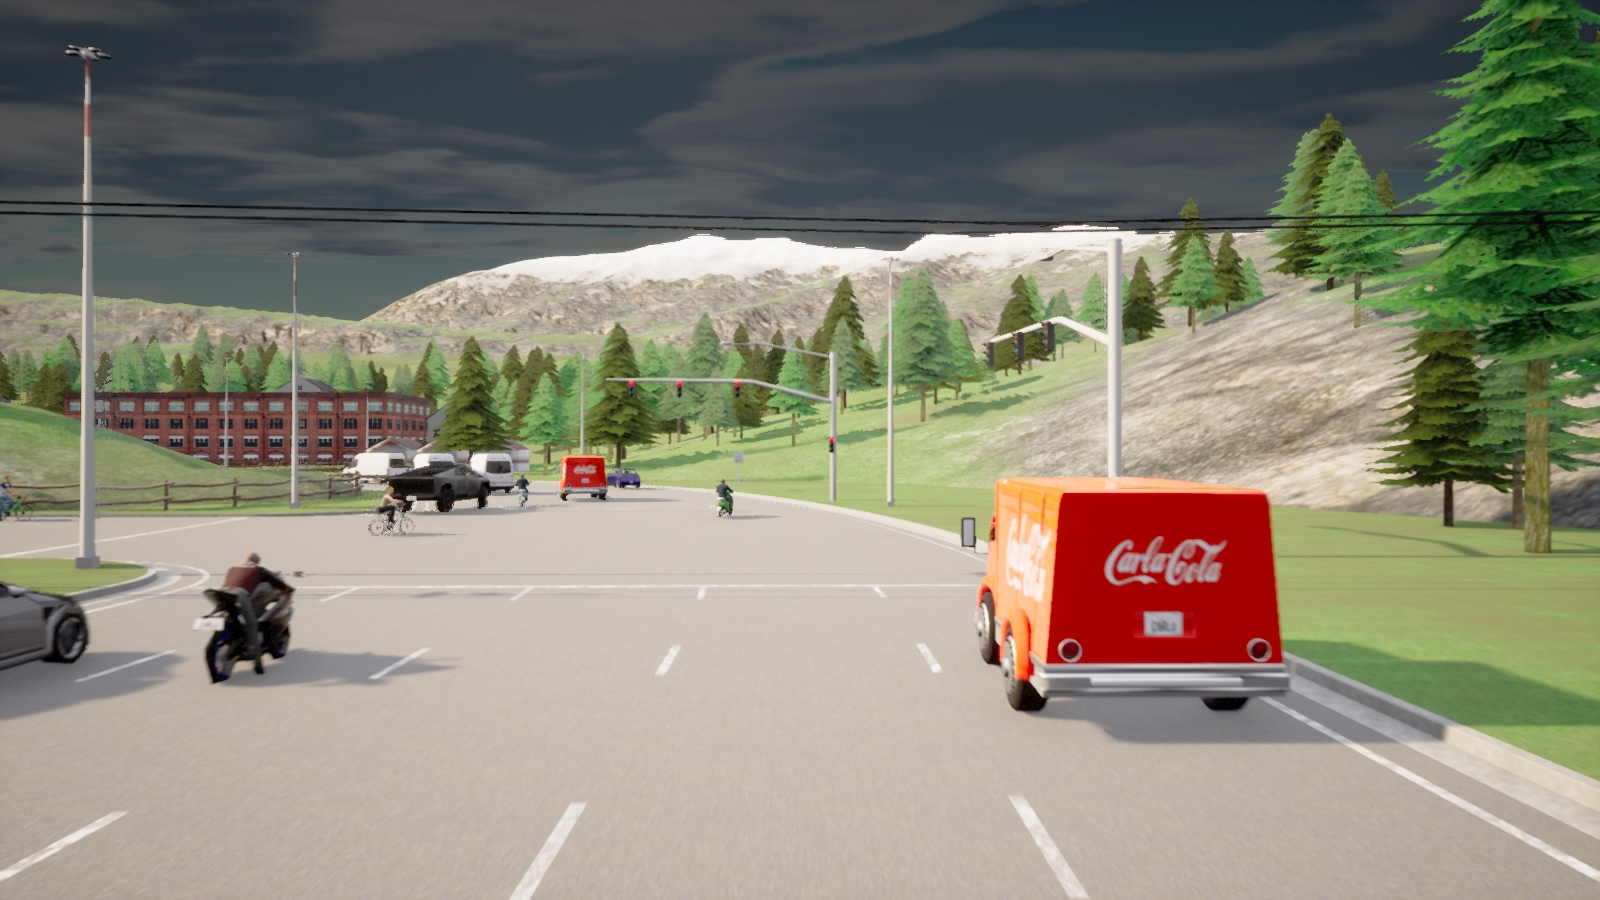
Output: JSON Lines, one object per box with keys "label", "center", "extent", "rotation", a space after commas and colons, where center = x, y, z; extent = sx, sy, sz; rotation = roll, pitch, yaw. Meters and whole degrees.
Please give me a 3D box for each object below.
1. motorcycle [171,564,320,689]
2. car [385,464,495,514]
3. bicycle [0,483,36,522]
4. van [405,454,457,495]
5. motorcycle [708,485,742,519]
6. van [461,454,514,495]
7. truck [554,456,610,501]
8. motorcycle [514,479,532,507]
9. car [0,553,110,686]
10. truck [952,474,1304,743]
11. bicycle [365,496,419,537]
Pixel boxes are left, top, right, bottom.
{"label": "motorcycle", "center": [-7.041, 2.205, 14.653], "extent": [0.867, 1.251, 2.209], "rotation": [0, 0, -1]}
{"label": "car", "center": [-16.515, 1.753, 52.903], "extent": [2.390, 2.098, 6.274], "rotation": [0, 0, 8]}
{"label": "bicycle", "center": [-30.965, 2.056, 44.860], "extent": [1.643, 1.496, 0.373], "rotation": [0, 0, -1]}
{"label": "van", "center": [-23.936, 1.535, 73.971], "extent": [1.988, 2.561, 5.915], "rotation": [0, 0, -30]}
{"label": "motorcycle", "center": [-3.125, 2.142, 47.739], "extent": [0.856, 1.316, 1.805], "rotation": [-3, -1, 13]}
{"label": "van", "center": [-20.561, 1.535, 75.078], "extent": [1.988, 2.561, 5.915], "rotation": [0, 0, -29]}
{"label": "truck", "center": [-12.537, 1.569, 65.348], "extent": [2.627, 2.467, 5.204], "rotation": [0, 0, -17]}
{"label": "motorcycle", "center": [-13.894, 2.142, 57.340], "extent": [0.856, 1.316, 1.805], "rotation": [-1, 0, -13]}
{"label": "car", "center": [-10.519, 2.119, 13.724], "extent": [1.994, 1.385, 4.181], "rotation": [0, 0, -1]}
{"label": "truck", "center": [3.483, 1.568, 13.528], "extent": [2.627, 2.467, 5.204], "rotation": [0, 0, -1]}
{"label": "bicycle", "center": [-13.379, 2.158, 37.488], "extent": [1.487, 1.276, 0.859], "rotation": [0, -2, -35]}
